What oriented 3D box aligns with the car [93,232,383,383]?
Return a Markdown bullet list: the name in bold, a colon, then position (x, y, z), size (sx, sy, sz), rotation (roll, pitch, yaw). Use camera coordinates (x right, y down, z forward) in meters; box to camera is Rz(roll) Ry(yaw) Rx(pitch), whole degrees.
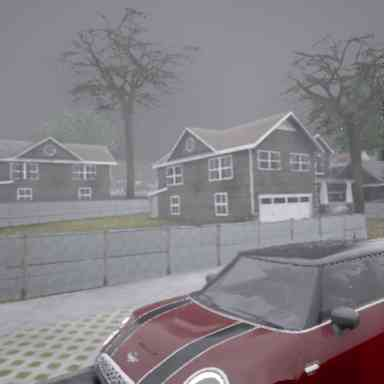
- **car**: position (1.193, 1.468, 4.006), size (4.553, 1.767, 2.097), rotation (0, -2, -33)
